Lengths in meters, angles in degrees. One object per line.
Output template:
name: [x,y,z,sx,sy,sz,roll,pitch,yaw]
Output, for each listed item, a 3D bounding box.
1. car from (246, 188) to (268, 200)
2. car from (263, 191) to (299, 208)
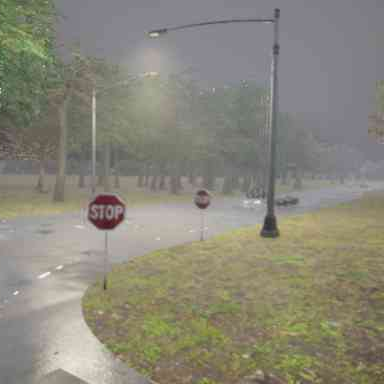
car: [9.040,0.212,45.328,1.882,1.535,5.008,3,4,35]
car: [9.296,0.848,33.627,1.895,1.301,4.718,3,3,35]
